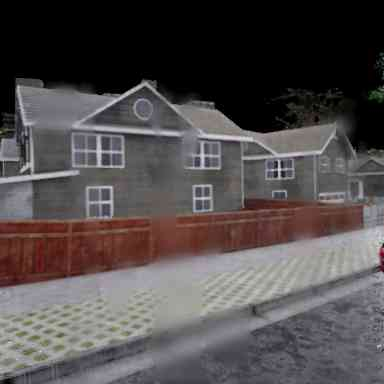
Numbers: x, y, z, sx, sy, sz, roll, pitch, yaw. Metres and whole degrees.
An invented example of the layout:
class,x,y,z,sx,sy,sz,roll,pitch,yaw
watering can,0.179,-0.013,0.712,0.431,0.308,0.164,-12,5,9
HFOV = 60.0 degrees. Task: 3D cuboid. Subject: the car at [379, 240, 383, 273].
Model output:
class,x,y,z,sx,sy,sz,roll,pitch,yaw
car,7.002,1.219,8.701,5.566,2.045,2.150,0,0,-40
